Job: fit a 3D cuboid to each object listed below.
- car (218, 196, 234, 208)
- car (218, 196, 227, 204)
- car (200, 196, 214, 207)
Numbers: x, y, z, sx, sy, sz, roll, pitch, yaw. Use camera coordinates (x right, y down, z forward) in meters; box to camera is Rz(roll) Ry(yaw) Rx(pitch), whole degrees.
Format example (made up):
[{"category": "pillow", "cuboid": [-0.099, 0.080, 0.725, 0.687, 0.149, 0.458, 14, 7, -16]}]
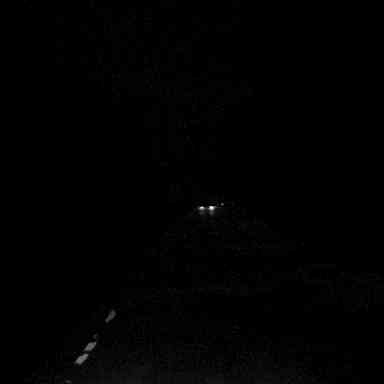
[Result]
[{"category": "car", "cuboid": [5.285, 1.675, 49.274, 2.033, 1.411, 5.357, 0, 0, 4]}, {"category": "car", "cuboid": [6.493, 1.670, 70.972, 1.882, 1.535, 5.008, 0, 0, 3]}, {"category": "car", "cuboid": [2.426, 1.629, 54.260, 1.837, 1.490, 4.892, 0, 0, 4]}]
